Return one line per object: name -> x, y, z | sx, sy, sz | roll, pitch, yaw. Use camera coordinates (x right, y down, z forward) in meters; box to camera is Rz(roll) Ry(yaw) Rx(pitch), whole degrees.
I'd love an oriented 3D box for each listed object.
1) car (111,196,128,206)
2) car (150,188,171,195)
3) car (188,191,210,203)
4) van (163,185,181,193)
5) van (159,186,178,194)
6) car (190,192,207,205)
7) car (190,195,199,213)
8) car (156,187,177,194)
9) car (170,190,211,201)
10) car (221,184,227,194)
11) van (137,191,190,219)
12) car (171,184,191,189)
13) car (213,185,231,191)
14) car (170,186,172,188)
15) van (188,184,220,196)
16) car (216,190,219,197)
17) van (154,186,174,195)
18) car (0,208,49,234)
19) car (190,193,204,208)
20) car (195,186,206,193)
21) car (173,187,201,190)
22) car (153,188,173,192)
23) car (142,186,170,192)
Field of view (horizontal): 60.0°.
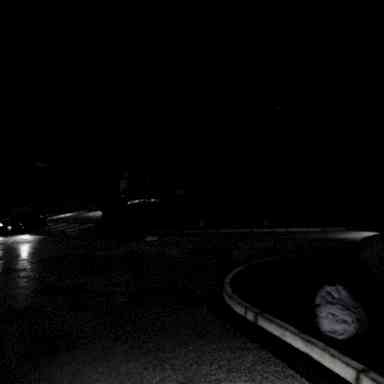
car -> -9.250, 1.283, 39.715 | 2.128, 1.511, 4.902 | -1, 2, 10
car -> -7.396, -0.046, 78.943 | 4.674, 1.452, 2.002 | -1, 2, 10
car -> -0.786, 1.034, 39.278 | 4.892, 1.521, 2.231 | -1, 2, 10
van -> -5.442, -0.742, 89.968 | 4.442, 1.987, 1.878 | -1, 2, 10
van -> -6.134, -0.626, 87.246 | 4.442, 1.987, 1.878 | -1, 2, 10
car -> -1.209, 1.167, 36.538 | 4.792, 1.488, 2.163 | -1, 2, 10
car -> -2.124, 1.380, 31.067 | 4.792, 1.488, 2.163 | -1, 2, 10
car -> -6.480, -0.296, 84.469 | 5.008, 1.535, 2.097 | -1, 2, 10
car -> -0.317, 0.927, 42.011 | 5.008, 1.535, 2.097 | -1, 2, 10
car -> 6.051, -0.786, 80.307 | 5.566, 2.045, 2.435 | -1, 2, 10
van -> -2.734, 1.235, 28.349 | 4.442, 1.987, 1.878 | -1, 2, 10
car -> -1.775, -0.004, 63.563 | 2.150, 2.045, 5.566 | -1, 2, 10
car -> 8.406, -1.054, 93.990 | 4.792, 1.488, 2.163 | -1, 2, 10
car -> -8.045, 0.021, 76.210 | 5.366, 1.575, 1.946 | -1, 2, 10
van -> 2.075, 0.174, 55.664 | 4.442, 1.987, 1.878 | -1, 2, 10
car -> 1.046, 0.612, 50.219 | 5.008, 1.535, 2.097 | -1, 2, 10
van -> -6.829, -0.420, 81.678 | 4.442, 1.987, 1.878 | -1, 2, 10
car -> -11.135, 1.852, 22.291 | 1.837, 1.490, 4.892 | -2, 1, -6
car -> -1.879, 1.246, 33.839 | 5.366, 1.575, 1.946 | -1, 2, 10
car -> 2.295, -0.649, 88.440 | 2.128, 1.511, 4.902 | -1, 2, 10
car -> 0.162, 0.695, 44.738 | 4.553, 1.767, 2.185 | -1, 2, 10
car -> -5.342, 0.516, 62.506 | 1.895, 1.301, 4.718 | -1, 2, 10
car -> -8.360, -0.126, 73.412 | 5.566, 2.045, 2.435 | -1, 2, 10
